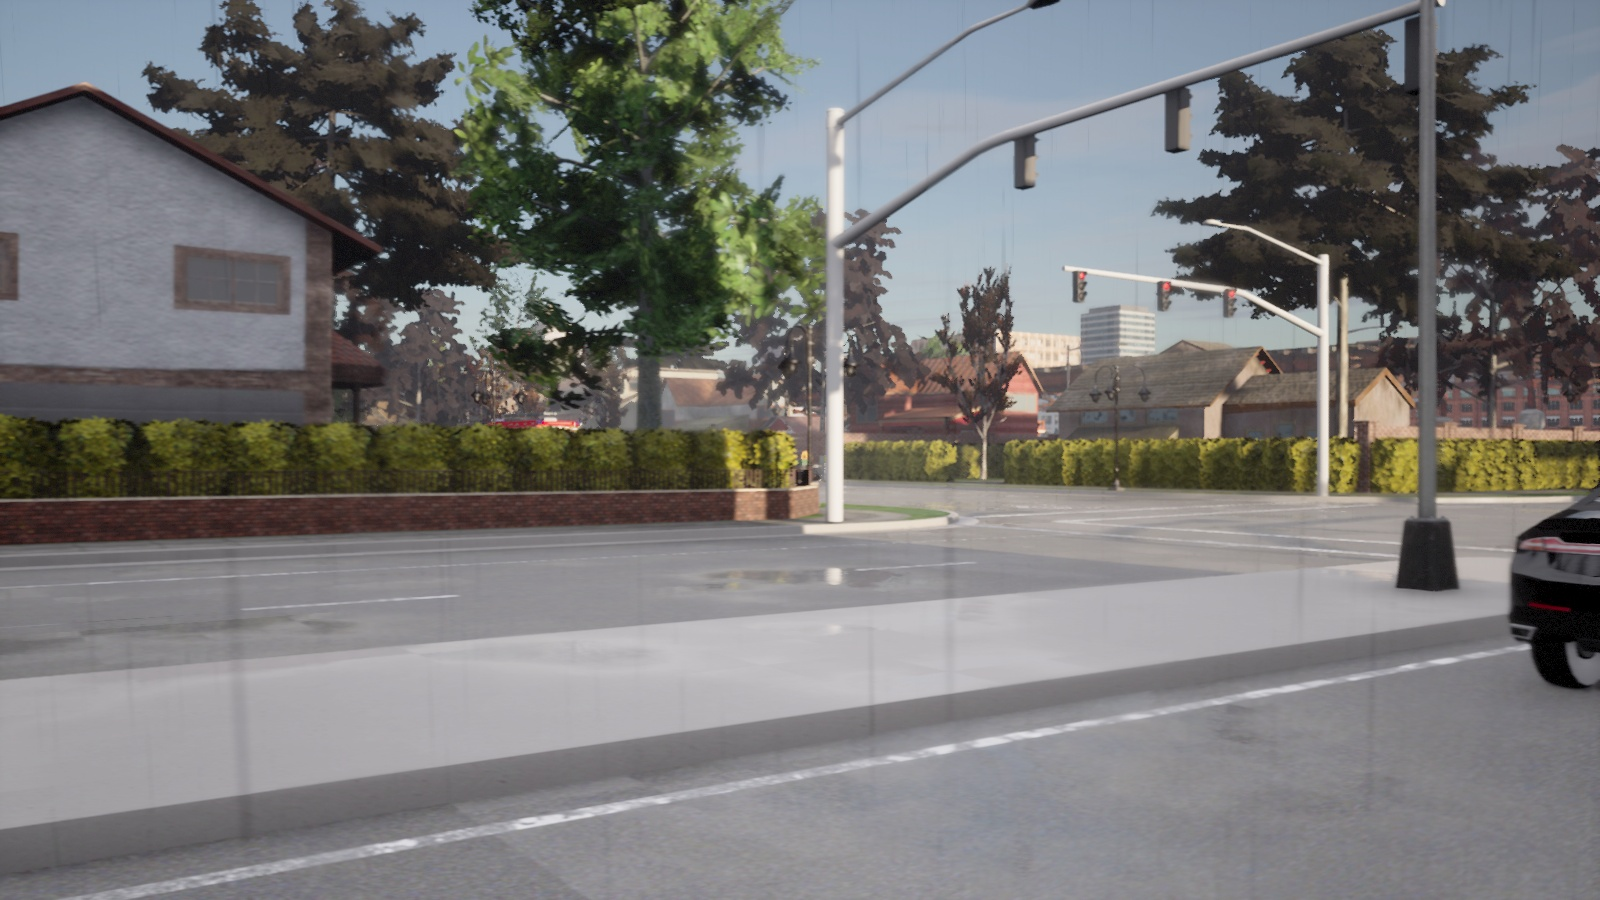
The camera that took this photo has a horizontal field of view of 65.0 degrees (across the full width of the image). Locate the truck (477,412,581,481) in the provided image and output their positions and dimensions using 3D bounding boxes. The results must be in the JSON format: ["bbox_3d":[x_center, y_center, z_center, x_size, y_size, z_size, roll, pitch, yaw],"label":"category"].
[{"bbox_3d":[-16.160,-0.172,74.362,2.891,3.827,8.468,0,0,-35],"label":"truck"}]

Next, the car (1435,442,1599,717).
[{"bbox_3d":[6.496,0.710,8.182,4.902,1.511,2.128,0,0,-35],"label":"car"}]
